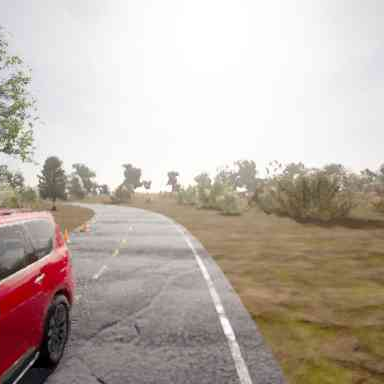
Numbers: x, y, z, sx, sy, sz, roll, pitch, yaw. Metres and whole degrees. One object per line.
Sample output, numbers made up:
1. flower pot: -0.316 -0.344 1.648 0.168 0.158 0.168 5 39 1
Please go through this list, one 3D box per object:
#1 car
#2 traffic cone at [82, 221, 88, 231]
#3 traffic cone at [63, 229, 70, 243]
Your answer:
1. car: -2.774 1.242 2.833 2.150 2.045 5.566 0 0 -2
2. traffic cone: -6.517 2.067 20.368 0.340 0.580 0.340 0 0 -8
3. traffic cone: -5.889 2.041 15.499 0.340 0.580 0.340 0 0 -6
